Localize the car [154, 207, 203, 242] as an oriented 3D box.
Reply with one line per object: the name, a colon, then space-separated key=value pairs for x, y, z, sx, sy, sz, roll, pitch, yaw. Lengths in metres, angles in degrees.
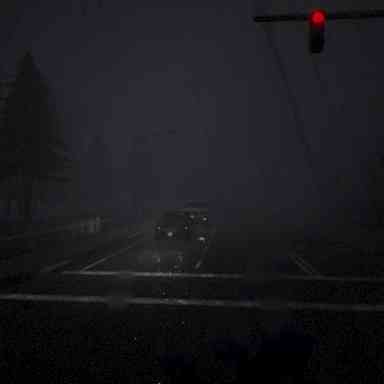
car: x=-0.785 y=1.815 z=18.551 sx=2.128 sy=1.511 sz=4.902 roll=0 pitch=-1 yaw=6

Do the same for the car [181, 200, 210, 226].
car: x=0.377 y=1.721 z=28.750 sx=2.150 sy=2.045 sz=5.566 roll=0 pitch=-1 yaw=7

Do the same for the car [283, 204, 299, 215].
car: x=13.555 y=2.338 z=45.594 sx=2.033 sy=1.411 sz=5.357 roll=0 pitch=-1 yaw=14

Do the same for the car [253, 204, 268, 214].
car: x=9.633 y=2.362 z=47.015 sx=2.033 sy=1.411 sz=5.357 roll=0 pitch=-1 yaw=7
